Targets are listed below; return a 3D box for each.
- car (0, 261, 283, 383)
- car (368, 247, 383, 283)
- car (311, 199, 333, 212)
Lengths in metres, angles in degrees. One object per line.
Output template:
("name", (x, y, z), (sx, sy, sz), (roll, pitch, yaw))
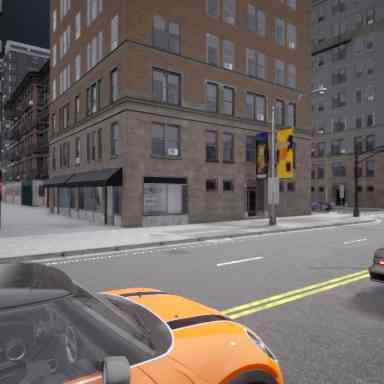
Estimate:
("car", (-1.369, 1.352, 2.427), (4.553, 1.767, 2.097), (0, 0, -37))
("car", (6.433, 1.549, 8.230), (5.357, 1.411, 2.033), (0, 0, -37))
("car", (13.985, 1.551, 38.380), (1.994, 1.385, 4.181), (0, 0, -37))
